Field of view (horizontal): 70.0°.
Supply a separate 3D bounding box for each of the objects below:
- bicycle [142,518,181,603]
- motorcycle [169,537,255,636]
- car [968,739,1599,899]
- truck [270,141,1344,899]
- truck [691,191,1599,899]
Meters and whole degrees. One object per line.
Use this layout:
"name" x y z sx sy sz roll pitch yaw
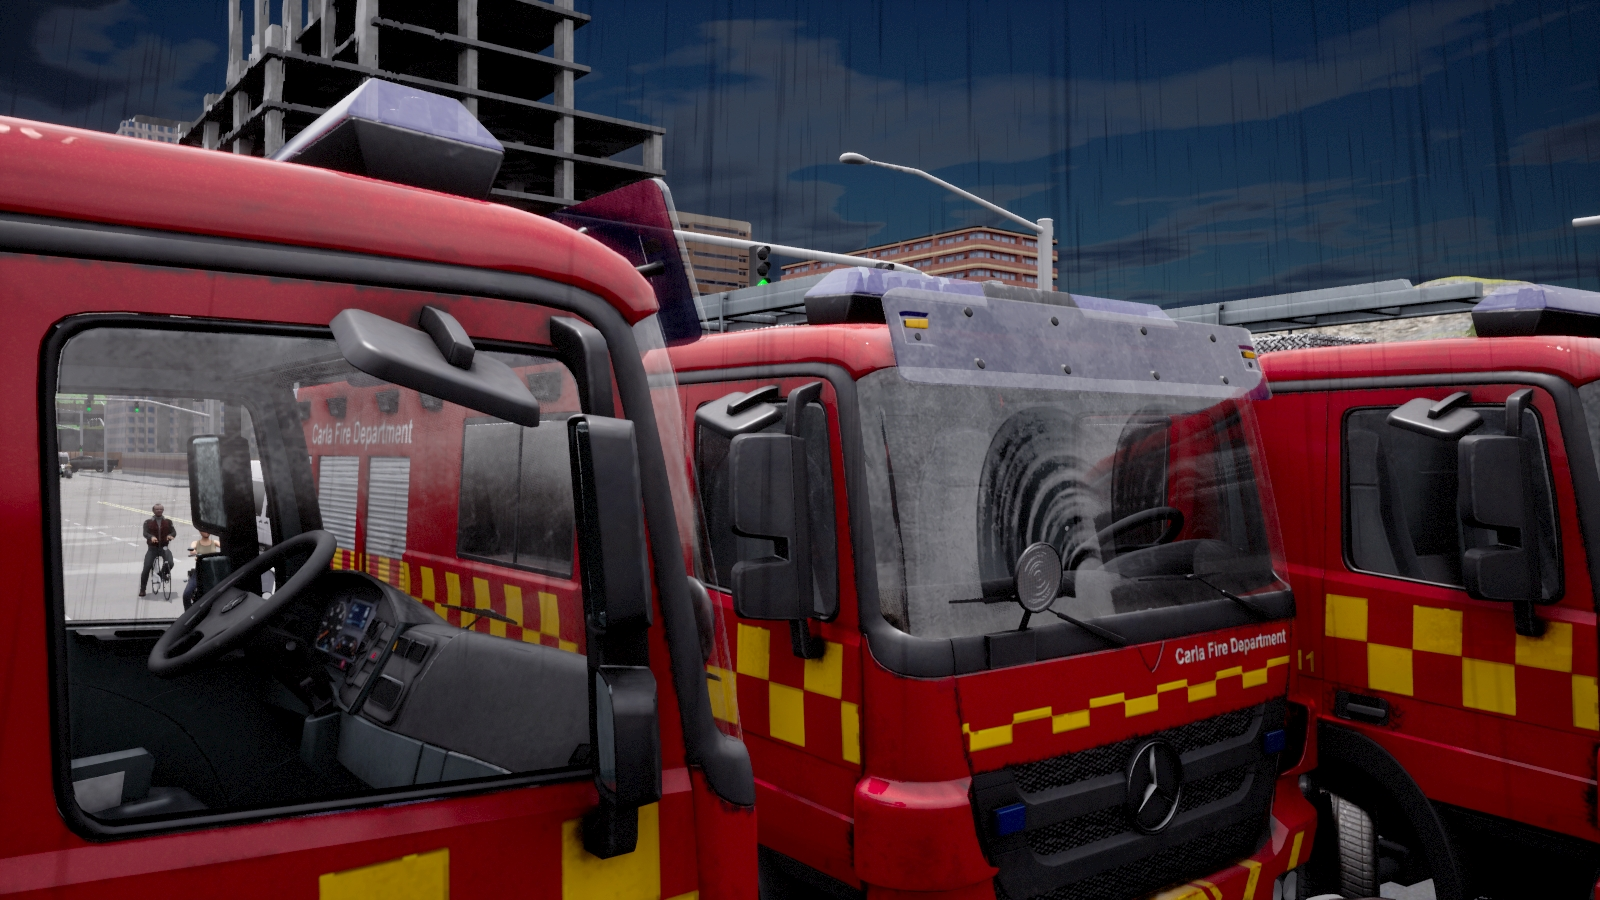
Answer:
"bicycle" -12.095 2.060 21.614 0.329 1.471 1.835 0 0 -39
"motorcycle" -9.533 2.155 18.464 0.764 1.307 2.356 0 0 -39
"car" 2.437 2.065 3.109 1.970 1.475 3.806 0 0 -30
"truck" -1.099 0.890 8.003 2.891 3.827 8.468 0 0 -38
"truck" 2.348 0.890 8.605 2.891 3.827 8.468 0 0 -31
